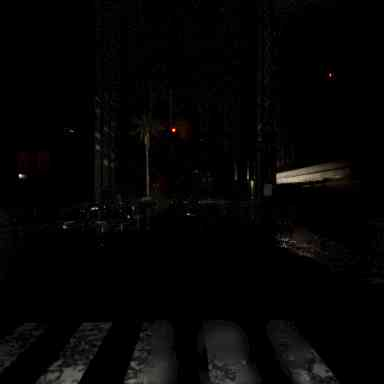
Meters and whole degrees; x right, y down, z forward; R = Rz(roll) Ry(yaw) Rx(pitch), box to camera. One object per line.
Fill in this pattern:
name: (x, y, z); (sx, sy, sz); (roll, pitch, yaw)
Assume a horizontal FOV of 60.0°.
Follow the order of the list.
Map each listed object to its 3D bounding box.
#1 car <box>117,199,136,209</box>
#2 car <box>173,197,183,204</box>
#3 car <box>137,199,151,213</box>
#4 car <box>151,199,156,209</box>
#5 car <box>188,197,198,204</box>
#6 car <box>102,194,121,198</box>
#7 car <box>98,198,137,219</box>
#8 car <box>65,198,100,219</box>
car: (-9.714, 1.701, 49.822); (1.994, 1.385, 4.181); (0, 0, 0)
car: (-2.976, 1.791, 69.857); (1.994, 1.385, 4.181); (0, 0, 0)
car: (-6.505, 1.587, 39.117); (2.128, 1.511, 4.902); (0, 0, 0)
car: (-6.471, 1.735, 49.005); (1.895, 1.301, 4.718); (0, 0, 1)
car: (0.274, 1.791, 69.874); (1.994, 1.385, 4.181); (0, 0, 0)
car: (-9.756, 1.319, 39.861); (2.150, 2.045, 5.566); (0, 0, 0)
car: (-6.529, 1.543, 29.649); (1.882, 1.535, 5.008); (0, 0, 0)
car: (-9.775, 1.543, 29.915); (1.882, 1.535, 5.008); (0, 0, 0)
